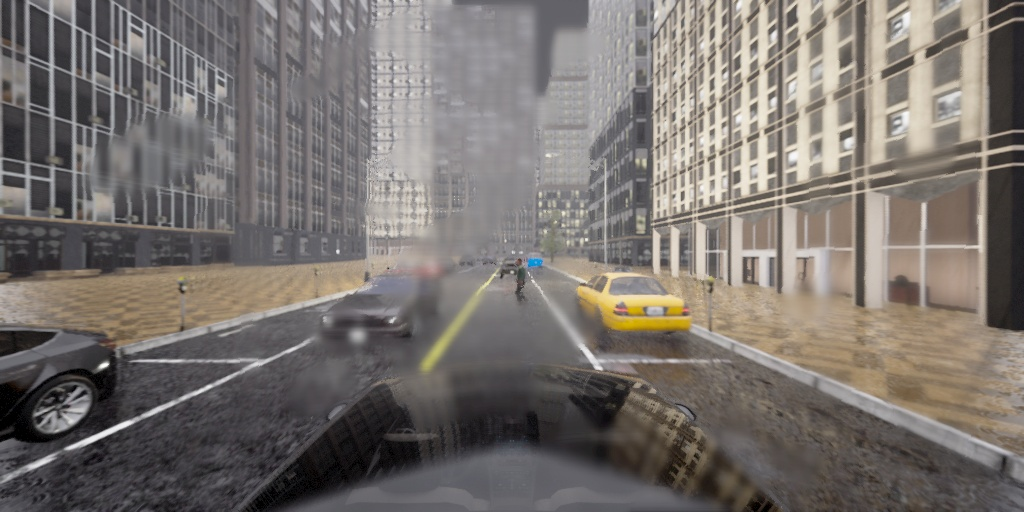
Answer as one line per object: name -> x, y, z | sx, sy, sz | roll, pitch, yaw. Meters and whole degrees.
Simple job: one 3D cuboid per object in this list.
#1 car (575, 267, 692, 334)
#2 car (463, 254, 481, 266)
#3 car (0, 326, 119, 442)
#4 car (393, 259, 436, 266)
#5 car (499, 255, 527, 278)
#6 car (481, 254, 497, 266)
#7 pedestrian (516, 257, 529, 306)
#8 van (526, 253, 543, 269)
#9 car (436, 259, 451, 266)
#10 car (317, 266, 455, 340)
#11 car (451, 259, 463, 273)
car -> 2.996, 1.086, 10.068 | 1.801, 1.575, 5.366 | 0, 1, 0
car -> -5.706, 0.653, 47.763 | 1.948, 1.339, 4.313 | 0, 0, 0
car -> -5.690, 1.303, 2.626 | 1.948, 1.339, 4.313 | 0, 0, 0
car -> -5.696, 0.934, 19.553 | 1.967, 1.591, 4.097 | 0, 0, 0
car -> 0.041, 0.873, 28.455 | 1.837, 1.490, 4.892 | 0, 1, 1
car -> -3.084, 0.594, 50.560 | 2.033, 1.411, 5.357 | 0, 1, 0
pedestrian -> 0.323, 0.881, 13.067 | 0.375, 1.860, 0.375 | 1, 0, 0
van -> 2.678, 0.510, 42.118 | 1.690, 1.789, 3.998 | 0, 0, 0
car -> -5.698, 0.995, 25.195 | 1.802, 1.307, 4.207 | 0, 0, 0
car -> -3.103, 1.180, 9.875 | 2.033, 1.411, 5.357 | 0, 1, 0
car -> -5.700, 0.898, 30.837 | 1.948, 1.339, 4.313 | 0, 0, 0
